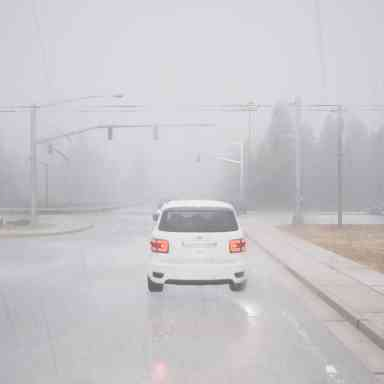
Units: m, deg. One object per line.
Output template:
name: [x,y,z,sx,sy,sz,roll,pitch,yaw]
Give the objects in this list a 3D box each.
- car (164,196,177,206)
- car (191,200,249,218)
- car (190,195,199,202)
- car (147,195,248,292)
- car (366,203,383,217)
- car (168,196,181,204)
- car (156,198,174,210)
car: [-3.556,1.505,55.126,1.837,1.490,4.892,0,0,0]
car: [2.498,1.521,30.093,4.892,1.490,1.837,0,-1,-11]
car: [0.593,1.525,81.687,2.128,1.511,4.902,0,0,2]
car: [0.068,1.218,9.086,2.150,2.045,5.566,0,0,-2]
car: [18.597,1.519,30.421,4.902,1.511,2.128,0,0,1]
car: [-3.422,1.491,65.392,2.128,1.511,4.902,0,0,1]
car: [-3.584,1.547,44.939,2.033,1.411,5.357,0,0,0]
